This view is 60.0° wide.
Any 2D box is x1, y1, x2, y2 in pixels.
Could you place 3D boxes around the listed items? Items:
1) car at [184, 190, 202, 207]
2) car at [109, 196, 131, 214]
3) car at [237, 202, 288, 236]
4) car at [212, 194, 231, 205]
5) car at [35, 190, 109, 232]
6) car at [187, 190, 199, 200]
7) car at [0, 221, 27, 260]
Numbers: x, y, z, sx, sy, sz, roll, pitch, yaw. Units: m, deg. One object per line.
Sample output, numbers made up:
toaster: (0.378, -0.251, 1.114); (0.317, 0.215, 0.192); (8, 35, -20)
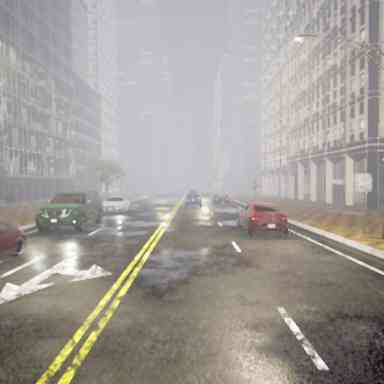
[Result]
car: (0.139, 0.867, 36.515); (2.033, 1.411, 5.357); (0, 1, 0)
car: (-6.473, 1.058, 28.716); (1.812, 1.442, 4.674); (0, 1, 0)
car: (3.364, 1.217, 16.302); (1.812, 1.442, 4.674); (0, 1, 0)
car: (3.392, 0.835, 39.364); (1.895, 1.301, 4.718); (0, 1, 0)
car: (-6.563, 0.956, 18.572); (2.150, 2.045, 5.566); (0, 1, 0)
car: (0.153, 0.438, 55.611); (1.837, 1.490, 4.892); (0, 1, 0)
car: (-6.586, 1.475, 9.548); (1.994, 1.385, 4.181); (0, 1, 0)
